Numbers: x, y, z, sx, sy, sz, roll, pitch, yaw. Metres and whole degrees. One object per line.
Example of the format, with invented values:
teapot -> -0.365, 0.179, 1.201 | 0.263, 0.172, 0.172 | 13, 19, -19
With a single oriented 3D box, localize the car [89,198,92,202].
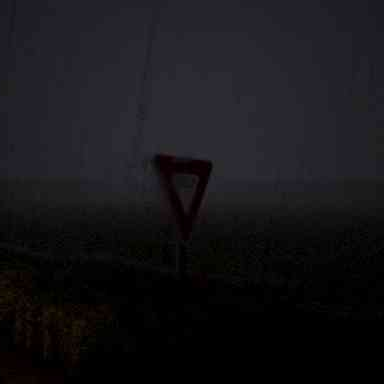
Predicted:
car -> -14.144, 1.102, 52.107 | 2.097, 1.767, 4.553 | 0, 1, 36

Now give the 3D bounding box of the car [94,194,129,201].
car -> -11.645, 1.309, 50.273 | 2.033, 1.411, 5.357 | 0, 1, 36
